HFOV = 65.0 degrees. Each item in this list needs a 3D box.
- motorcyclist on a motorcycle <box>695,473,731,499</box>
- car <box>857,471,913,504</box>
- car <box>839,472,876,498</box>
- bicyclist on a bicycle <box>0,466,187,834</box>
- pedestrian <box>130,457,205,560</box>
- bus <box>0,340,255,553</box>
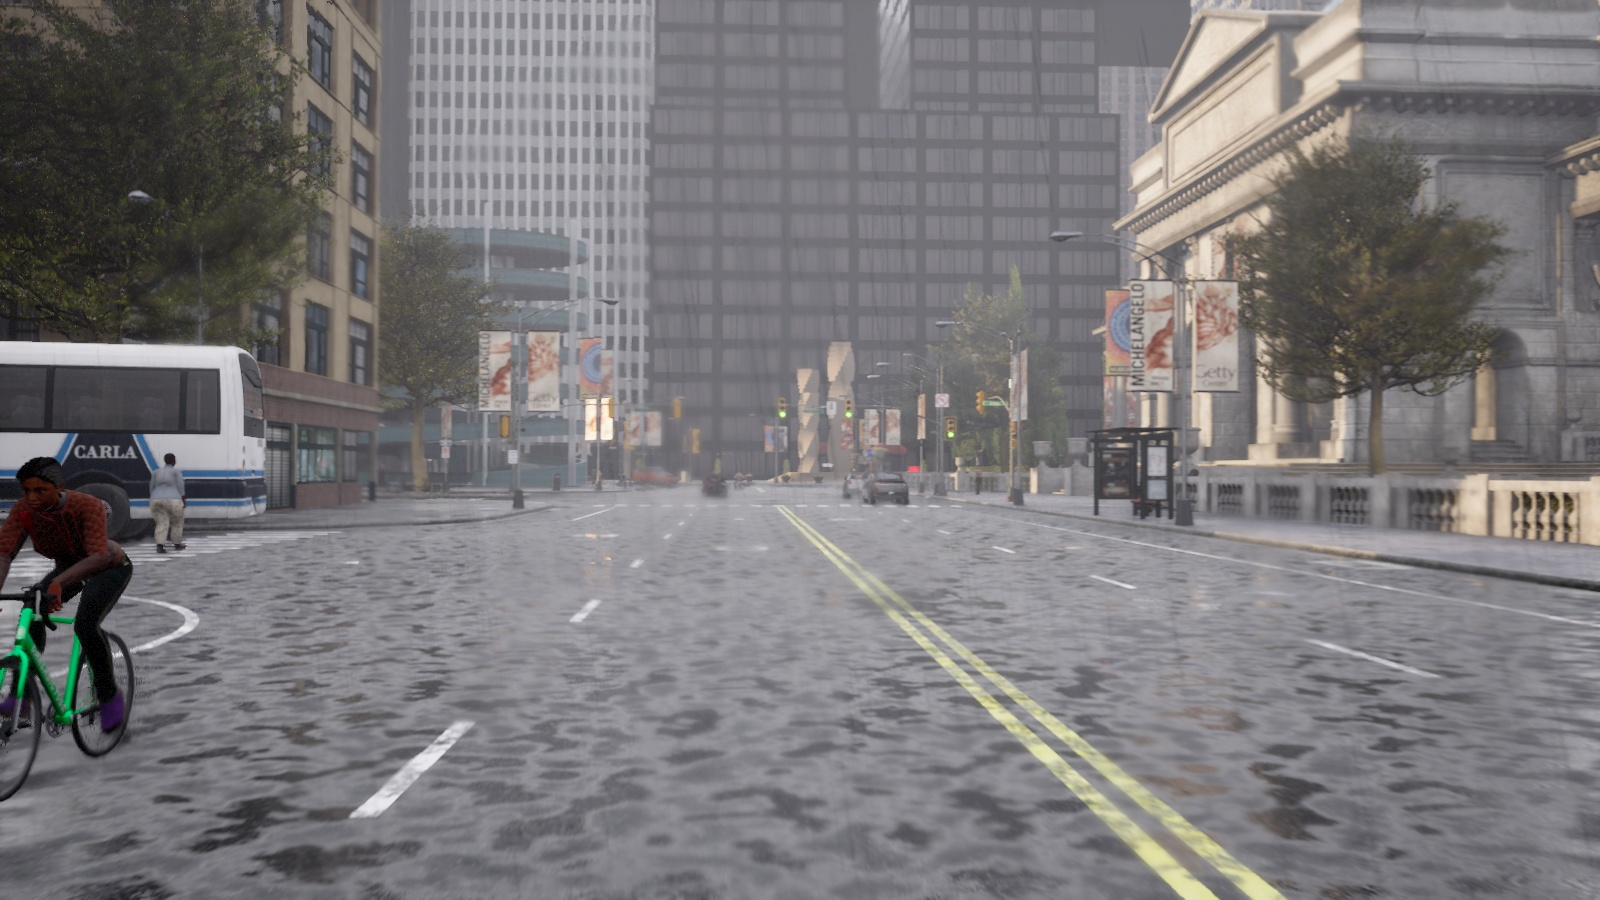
[{"bbox_3d":[-5.273,2.141,75.655,2.191,1.530,0.866,-1,-1,42],"label":"motorcyclist on a motorcycle"},{"bbox_3d":[4.051,1.769,60.732,2.128,1.511,4.902,0,-1,-3],"label":"car"},{"bbox_3d":[3.380,2.054,74.132,1.845,1.501,3.633,0,-1,-3],"label":"car"},{"bbox_3d":[-3.761,0.892,6.360,0.582,1.620,1.656,0,-1,-3],"label":"bicyclist on a bicycle"},{"bbox_3d":[-11.672,1.065,23.204,0.874,1.855,0.900,0,-1,8],"label":"pedestrian"},{"bbox_3d":[-17.480,-0.032,26.765,10.273,4.253,3.944,0,-1,-15],"label":"bus"}]
